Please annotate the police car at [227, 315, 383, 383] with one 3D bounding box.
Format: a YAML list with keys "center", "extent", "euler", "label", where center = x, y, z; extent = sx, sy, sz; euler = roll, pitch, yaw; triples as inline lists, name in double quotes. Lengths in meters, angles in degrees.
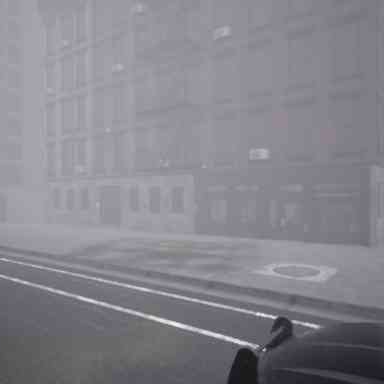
- center: [2.649, 1.409, 1.674]
  extent: [5.238, 1.638, 1.930]
  euler: [-1, -1, 35]
  label: "police car"
